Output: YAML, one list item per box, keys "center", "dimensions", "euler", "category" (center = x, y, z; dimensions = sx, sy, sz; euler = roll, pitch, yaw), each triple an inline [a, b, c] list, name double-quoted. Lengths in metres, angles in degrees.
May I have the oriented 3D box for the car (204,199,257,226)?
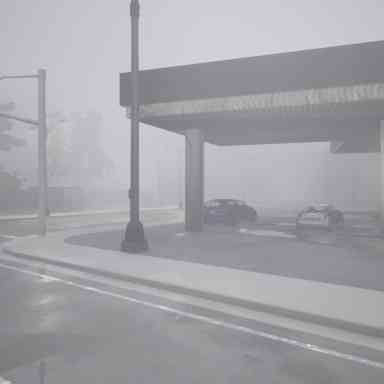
- center: [2.624, 1.295, 22.607]
  dimensions: [2.242, 1.667, 4.611]
  euler: [0, 0, 37]
  category: "car"

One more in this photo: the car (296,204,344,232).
- center: [7.698, 1.456, 19.805]
  dimensions: [1.970, 1.475, 3.806]
  euler: [0, 0, 37]
  category: "car"
